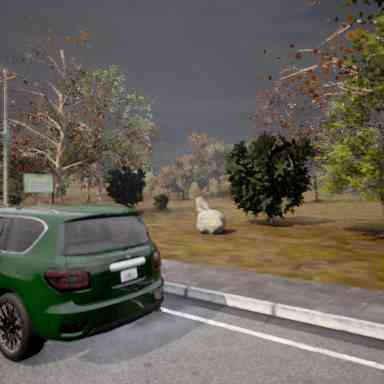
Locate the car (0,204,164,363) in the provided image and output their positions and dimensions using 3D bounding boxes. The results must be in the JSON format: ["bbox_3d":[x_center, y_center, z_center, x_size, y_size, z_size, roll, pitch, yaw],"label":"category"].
[{"bbox_3d":[-3.056,1.251,6.161,5.566,2.045,2.150,0,0,35],"label":"car"}]
